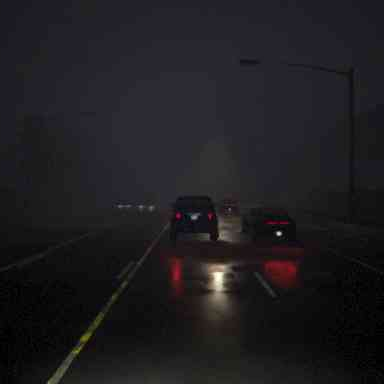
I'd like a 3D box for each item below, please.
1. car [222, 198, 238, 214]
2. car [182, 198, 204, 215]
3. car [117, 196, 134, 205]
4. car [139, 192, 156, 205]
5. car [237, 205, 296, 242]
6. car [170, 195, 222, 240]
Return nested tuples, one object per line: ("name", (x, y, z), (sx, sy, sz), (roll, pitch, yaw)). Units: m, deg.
("car", (3.593, 1.404, 33.990), (1.837, 1.490, 4.892), (0, 0, 0))
("car", (0.094, 1.391, 33.932), (2.128, 1.511, 4.902), (0, 0, 0))
("car", (-10.567, 1.389, 53.560), (2.033, 1.411, 5.357), (0, 0, 1))
("car", (-7.071, 1.062, 53.489), (2.150, 2.045, 5.566), (0, 0, 0))
("car", (3.597, 1.457, 16.178), (1.837, 1.490, 4.892), (0, 0, 0))
("car", (0.096, 1.171, 16.829), (2.150, 2.045, 5.566), (0, 0, 0))
